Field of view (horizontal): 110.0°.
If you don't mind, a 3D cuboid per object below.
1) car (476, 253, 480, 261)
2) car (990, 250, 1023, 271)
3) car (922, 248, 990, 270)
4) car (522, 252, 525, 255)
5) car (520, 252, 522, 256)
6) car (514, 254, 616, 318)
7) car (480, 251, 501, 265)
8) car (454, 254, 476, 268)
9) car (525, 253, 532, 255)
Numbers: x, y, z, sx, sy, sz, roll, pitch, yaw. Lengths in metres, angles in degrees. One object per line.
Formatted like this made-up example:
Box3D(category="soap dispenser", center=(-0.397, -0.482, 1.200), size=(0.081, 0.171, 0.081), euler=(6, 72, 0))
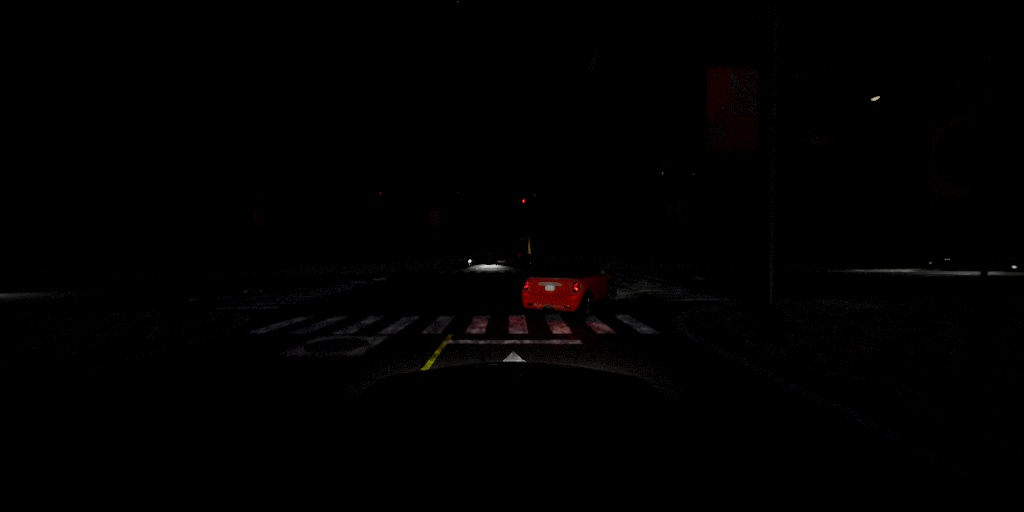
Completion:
Box3D(category="car", center=(-5.702, 0.538, 46.650), size=(2.007, 1.370, 4.403), euler=(0, 0, 0))
Box3D(category="car", center=(34.282, 0.348, 22.886), size=(4.718, 1.301, 1.895), euler=(-1, 1, 0))
Box3D(category="car", center=(32.975, 0.200, 26.136), size=(4.902, 1.511, 2.128), euler=(-1, 1, 0))
Box3D(category="car", center=(2.809, 0.430, 52.563), size=(1.888, 1.381, 4.507), euler=(0, 0, 0))
Box3D(category="car", center=(2.797, 0.345, 58.006), size=(2.007, 1.370, 4.403), euler=(0, 0, 0))
Box3D(category="car", center=(2.127, 0.888, 12.567), size=(2.097, 1.767, 4.553), euler=(0, 2, 28))
Box3D(category="car", center=(-3.027, 0.420, 50.038), size=(2.128, 1.511, 4.902), euler=(0, 1, 0))
Box3D(category="car", center=(-5.690, 0.622, 41.659), size=(2.007, 1.370, 4.403), euler=(0, 0, 0))
Box3D(category="car", center=(2.835, 0.619, 41.675), size=(2.007, 1.370, 4.403), euler=(0, 0, 0))
